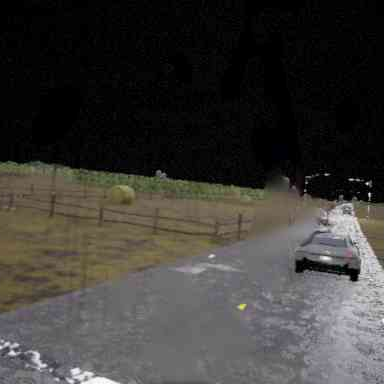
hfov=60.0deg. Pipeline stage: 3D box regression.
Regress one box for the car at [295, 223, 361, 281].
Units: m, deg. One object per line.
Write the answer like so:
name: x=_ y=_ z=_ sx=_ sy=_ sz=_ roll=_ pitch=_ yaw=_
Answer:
car: x=4.997 y=2.115 z=12.078 sx=1.994 sy=1.385 sz=4.181 roll=4 pitch=-1 yaw=25

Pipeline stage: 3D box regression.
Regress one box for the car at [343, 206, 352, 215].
car: x=39.586 y=5.015 z=85.038 sx=2.128 sy=1.511 sz=4.902 roll=4 pitch=0 yaw=25

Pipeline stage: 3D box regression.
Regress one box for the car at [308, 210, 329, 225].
car: x=15.466 y=3.036 z=40.571 sx=2.097 sy=1.767 sz=4.553 roll=4 pitch=0 yaw=25
